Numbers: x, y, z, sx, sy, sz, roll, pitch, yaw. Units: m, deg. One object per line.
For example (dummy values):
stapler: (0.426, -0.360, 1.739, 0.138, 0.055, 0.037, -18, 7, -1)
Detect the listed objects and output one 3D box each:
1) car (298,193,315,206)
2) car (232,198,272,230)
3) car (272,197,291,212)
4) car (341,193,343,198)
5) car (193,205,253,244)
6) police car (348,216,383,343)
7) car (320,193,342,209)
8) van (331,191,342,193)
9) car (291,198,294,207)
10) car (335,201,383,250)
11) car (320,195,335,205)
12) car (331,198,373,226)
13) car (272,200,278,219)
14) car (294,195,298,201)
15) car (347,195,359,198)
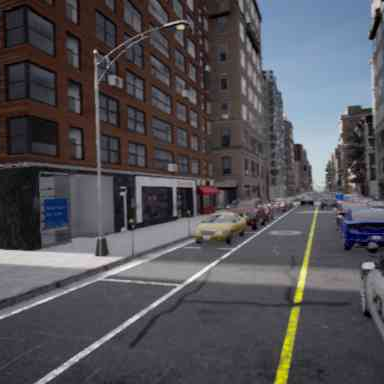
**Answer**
car: (17.330, 1.270, 49.973, 1.882, 1.535, 5.008, -2, -1, 21)
car: (3.521, 1.350, 21.550, 2.192, 1.841, 5.009, -2, 0, 21)
car: (9.490, 1.392, 36.994, 1.967, 1.590, 4.097, -2, 0, 21)
car: (18.963, 1.108, 39.257, 1.967, 1.590, 4.097, -2, 0, 21)
car: (1.483, 1.589, 16.243, 1.752, 1.417, 4.829, -2, 0, 21)
police car: (3.362, 1.348, 4.161, 1.930, 1.638, 5.238, -2, 0, 20)
car: (16.533, 1.243, 40.197, 2.128, 1.511, 4.902, -2, 0, 22)
van: (30.705, 0.843, 69.668, 1.690, 1.788, 3.998, -2, 0, 21)
car: (11.420, 1.450, 41.981, 1.752, 1.417, 4.829, -2, 0, 21)
car: (7.024, 1.348, 13.369, 1.882, 1.535, 5.008, -2, 0, 21)
car: (20.921, 1.237, 51.632, 2.033, 1.411, 5.357, -2, 0, 21)
car: (9.185, 1.317, 18.966, 1.882, 1.535, 5.008, -2, 0, 21)
car: (5.518, 1.589, 26.696, 1.802, 1.307, 4.206, -2, 0, 21)
car: (13.470, 1.447, 47.288, 2.008, 1.369, 4.403, -2, 0, 21)
car: (14.990, 1.274, 28.960, 2.008, 1.369, 4.403, -2, 0, 21)
